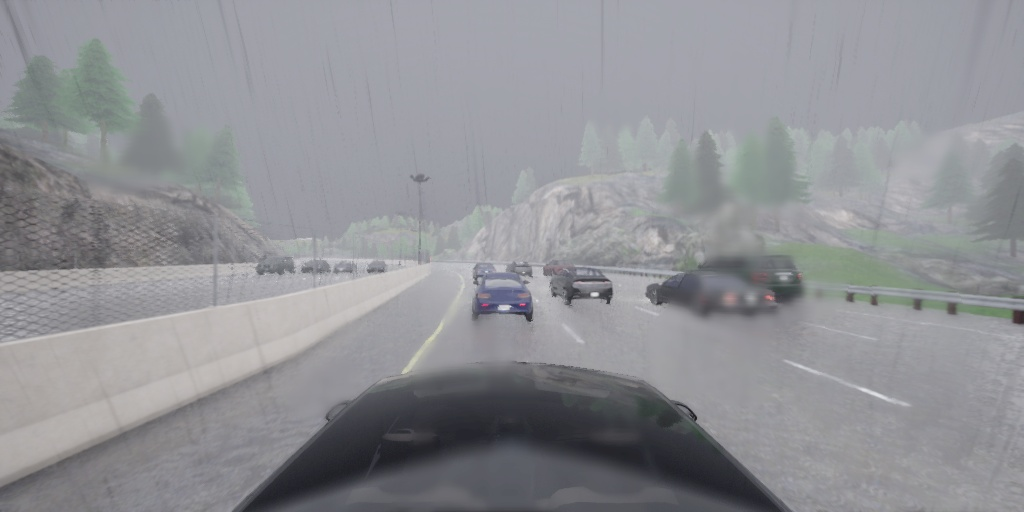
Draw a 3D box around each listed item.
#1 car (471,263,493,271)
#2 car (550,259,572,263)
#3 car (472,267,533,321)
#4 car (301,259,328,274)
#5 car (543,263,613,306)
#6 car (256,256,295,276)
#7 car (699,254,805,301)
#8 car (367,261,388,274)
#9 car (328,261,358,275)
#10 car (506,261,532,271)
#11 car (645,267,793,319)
[{"bbox_3d":[-2.426,1.304,30.945,2.033,1.411,5.357,0,0,-9],"label":"car"},{"bbox_3d":[4.280,1.093,32.905,2.097,1.767,4.553,0,0,-10],"label":"car"},{"bbox_3d":[-0.363,1.277,12.341,1.812,1.442,4.674,0,0,-4],"label":"car"},{"bbox_3d":[-22.762,1.153,41.733,2.097,1.767,4.553,0,0,-14],"label":"car"},{"bbox_3d":[2.906,1.235,15.823,2.128,1.511,4.902,0,0,-5],"label":"car"},{"bbox_3d":[-25.747,1.031,39.323,2.150,2.045,5.566,0,0,-14],"label":"car"},{"bbox_3d":[9.941,0.950,15.960,2.150,2.045,5.566,0,0,-4],"label":"car"},{"bbox_3d":[-15.500,1.291,41.522,1.837,1.490,4.892,0,0,-14],"label":"car"},{"bbox_3d":[-19.002,1.286,41.099,2.128,1.511,4.902,0,0,-14],"label":"car"},{"bbox_3d":[0.618,1.241,33.603,2.128,1.511,4.902,0,0,-10],"label":"car"},{"bbox_3d":[6.674,1.283,12.741,2.033,1.411,5.357,0,0,-4],"label":"car"}]
